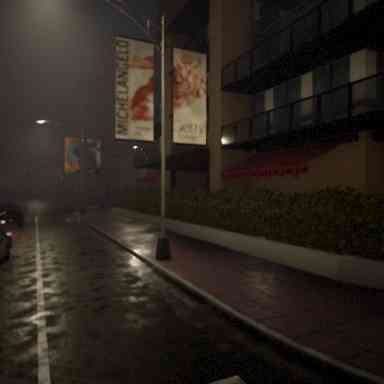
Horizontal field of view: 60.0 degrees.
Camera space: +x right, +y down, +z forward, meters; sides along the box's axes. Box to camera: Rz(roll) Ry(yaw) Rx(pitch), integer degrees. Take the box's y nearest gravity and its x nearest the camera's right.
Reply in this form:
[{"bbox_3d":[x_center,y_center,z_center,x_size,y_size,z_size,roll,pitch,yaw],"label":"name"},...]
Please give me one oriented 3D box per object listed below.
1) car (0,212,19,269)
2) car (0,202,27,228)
[{"bbox_3d":[-5.965,1.488,8.726,2.033,1.411,5.357,0,0,-24],"label":"car"},{"bbox_3d":[-11.349,1.376,20.402,1.837,1.490,4.892,0,0,-25],"label":"car"}]
